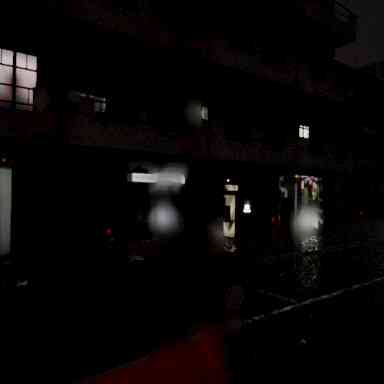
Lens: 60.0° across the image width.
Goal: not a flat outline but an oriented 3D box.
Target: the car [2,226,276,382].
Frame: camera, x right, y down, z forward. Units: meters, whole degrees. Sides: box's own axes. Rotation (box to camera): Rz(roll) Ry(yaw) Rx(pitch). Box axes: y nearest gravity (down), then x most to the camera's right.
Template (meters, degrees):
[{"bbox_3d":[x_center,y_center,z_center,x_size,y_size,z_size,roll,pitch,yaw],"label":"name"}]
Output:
[{"bbox_3d":[-0.740,1.546,6.022,4.507,1.381,1.887,0,1,-36],"label":"car"}]

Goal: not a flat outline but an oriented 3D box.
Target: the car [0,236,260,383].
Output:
[{"bbox_3d":[-1.894,1.352,2.026,4.553,1.767,2.097,0,0,-36],"label":"car"}]
